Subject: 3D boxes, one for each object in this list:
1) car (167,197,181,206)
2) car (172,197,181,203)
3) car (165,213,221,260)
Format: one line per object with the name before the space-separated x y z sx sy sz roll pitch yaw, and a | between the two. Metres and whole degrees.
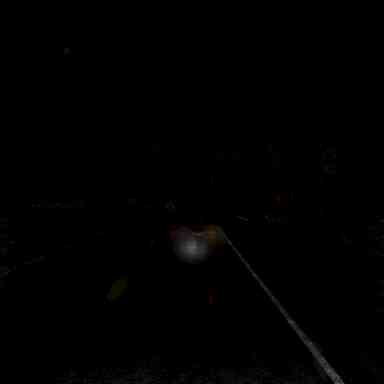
car | -3.638 1.763 62.510 2.128 1.511 4.902 0 0 0
car | -3.636 1.923 77.706 1.895 1.301 4.718 0 0 0
car | 0.039 1.547 12.621 2.128 1.511 4.902 0 0 0
